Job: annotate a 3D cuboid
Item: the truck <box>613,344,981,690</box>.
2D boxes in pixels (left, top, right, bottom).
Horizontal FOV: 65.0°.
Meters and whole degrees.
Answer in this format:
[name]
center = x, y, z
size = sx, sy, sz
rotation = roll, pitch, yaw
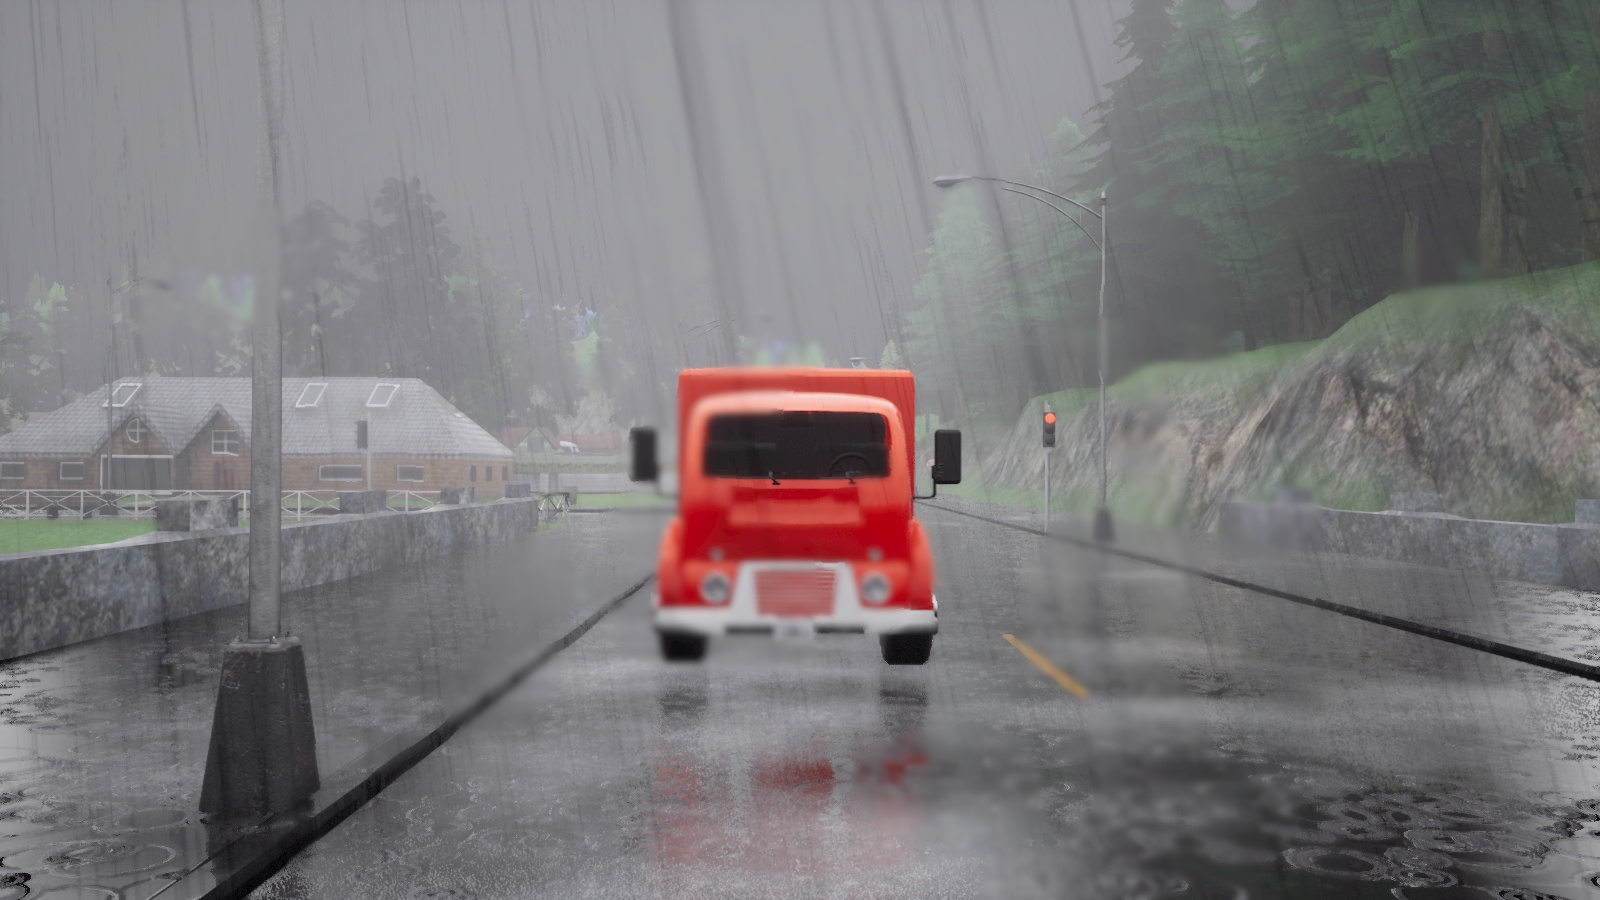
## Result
[truck]
center = -0.033, 0.522, 11.594
size = 2.627, 2.467, 5.204
rotation = 0, -1, 0
